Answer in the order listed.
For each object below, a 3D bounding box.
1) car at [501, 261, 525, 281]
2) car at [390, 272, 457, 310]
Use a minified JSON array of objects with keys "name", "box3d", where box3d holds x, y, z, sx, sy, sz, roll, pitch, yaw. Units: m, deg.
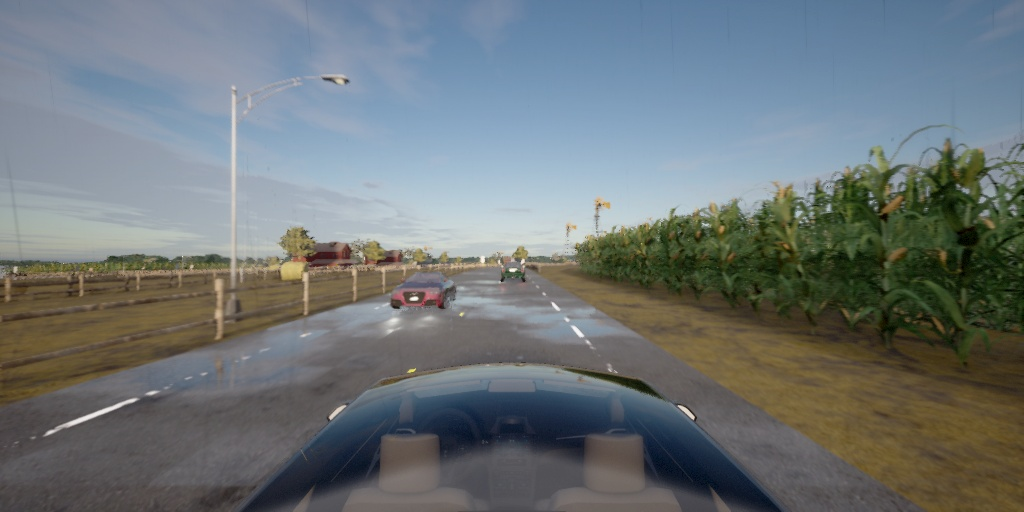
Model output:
[{"name":"car","box3d":[0.094,1.268,32.145,2.097,1.767,4.553,0,-1,0]},{"name":"car","box3d":[-3.504,1.352,14.841,1.994,1.385,4.181,0,0,0]}]
